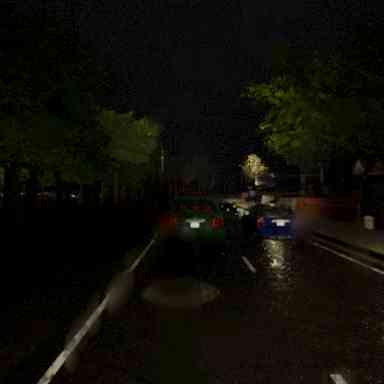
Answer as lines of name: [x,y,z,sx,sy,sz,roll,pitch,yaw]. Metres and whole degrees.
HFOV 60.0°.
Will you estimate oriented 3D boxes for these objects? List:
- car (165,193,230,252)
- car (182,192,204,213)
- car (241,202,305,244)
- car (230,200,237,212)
car: [0.100,1.184,13.759,2.150,2.045,5.566,0,0,0]
car: [0.102,1.072,35.726,2.150,2.045,5.566,0,0,0]
car: [3.600,1.307,15.614,2.097,1.767,4.553,0,0,0]
car: [3.606,1.454,35.342,1.895,1.301,4.718,0,0,0]
